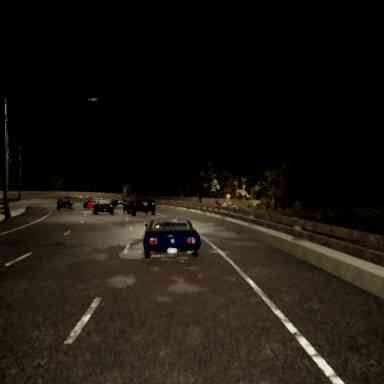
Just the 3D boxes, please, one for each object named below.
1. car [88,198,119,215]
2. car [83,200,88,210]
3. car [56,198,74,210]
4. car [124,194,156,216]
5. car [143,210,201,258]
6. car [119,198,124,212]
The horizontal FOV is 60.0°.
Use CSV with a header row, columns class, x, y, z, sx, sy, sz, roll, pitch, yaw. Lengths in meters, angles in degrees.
class,x,y,z,sx,sy,sz,roll,pitch,yaw
car,-9.132,1.516,34.128,2.128,1.511,4.902,0,0,-20
car,-13.470,1.606,45.114,1.994,1.385,4.181,0,0,-25
car,-16.732,1.561,43.808,2.128,1.511,4.902,0,0,-26
car,-4.990,1.216,32.467,2.150,2.045,5.566,0,0,-18
car,-0.883,1.590,12.831,1.895,1.301,4.718,0,0,-7
car,-6.518,1.564,37.317,1.994,1.385,4.181,0,0,-21
